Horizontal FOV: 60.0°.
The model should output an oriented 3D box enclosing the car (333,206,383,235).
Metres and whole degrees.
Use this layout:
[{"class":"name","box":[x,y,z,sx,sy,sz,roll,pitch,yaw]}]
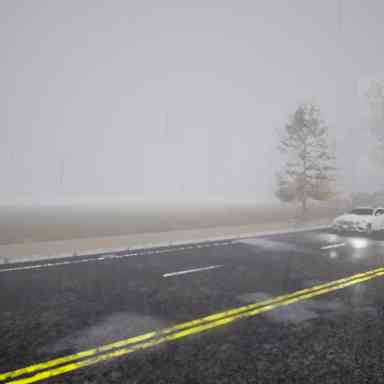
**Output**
[{"class":"car","box":[9.937,1.555,18.959,4.674,1.442,1.812,0,0,-37]}]
